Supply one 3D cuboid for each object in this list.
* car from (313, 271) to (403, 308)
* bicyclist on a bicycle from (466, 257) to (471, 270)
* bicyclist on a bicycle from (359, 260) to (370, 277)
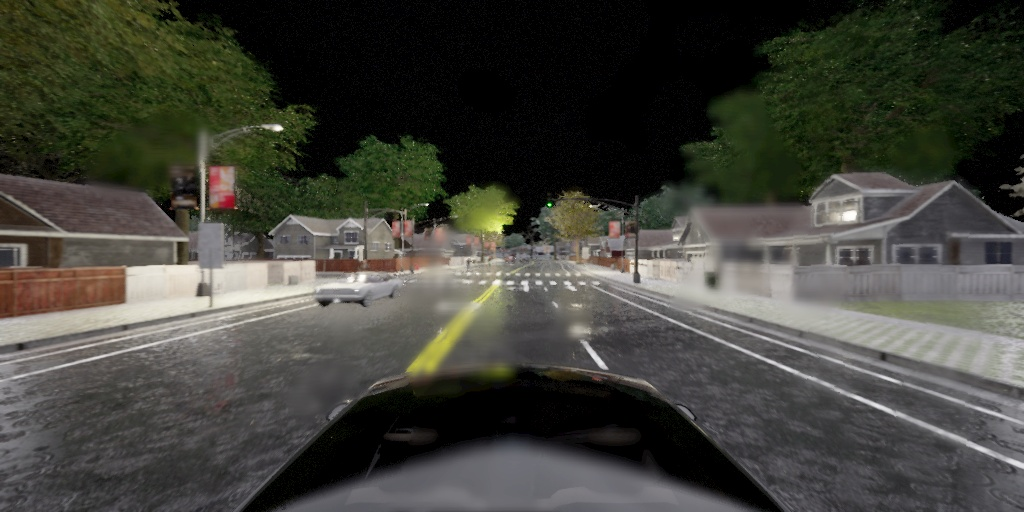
[{"bbox_3d":[-6.360,1.342,15.348,1.895,1.301,4.718,0,0,2],"label":"car"},{"bbox_3d":[-5.617,1.055,45.945,0.659,1.776,1.843,0,0,4],"label":"bicyclist on a bicycle"},{"bbox_3d":[-8.363,1.108,20.165,0.659,1.776,1.843,0,0,2],"label":"bicyclist on a bicycle"}]
